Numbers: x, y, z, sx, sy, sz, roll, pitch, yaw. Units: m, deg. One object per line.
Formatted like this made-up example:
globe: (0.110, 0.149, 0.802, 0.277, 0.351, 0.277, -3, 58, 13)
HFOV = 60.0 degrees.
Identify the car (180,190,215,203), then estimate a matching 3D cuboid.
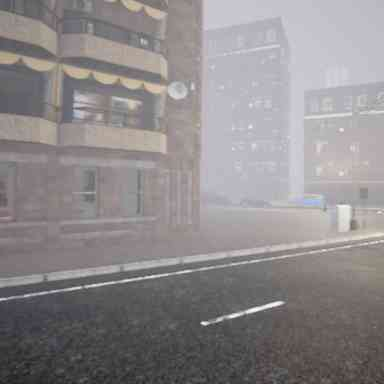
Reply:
car: (0.883, 0.701, 52.832, 5.009, 1.841, 2.192, 2, 0, 23)

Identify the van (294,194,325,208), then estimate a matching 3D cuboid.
van: (16.402, 1.193, 46.167, 3.998, 1.788, 1.690, 2, 0, 23)

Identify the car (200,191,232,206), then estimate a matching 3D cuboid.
car: (2.656, 0.861, 42.951, 5.009, 1.841, 2.192, 2, 0, 23)

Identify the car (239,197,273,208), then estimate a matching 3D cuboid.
car: (7.821, 1.283, 40.727, 4.206, 1.307, 1.802, 2, 0, 23)
